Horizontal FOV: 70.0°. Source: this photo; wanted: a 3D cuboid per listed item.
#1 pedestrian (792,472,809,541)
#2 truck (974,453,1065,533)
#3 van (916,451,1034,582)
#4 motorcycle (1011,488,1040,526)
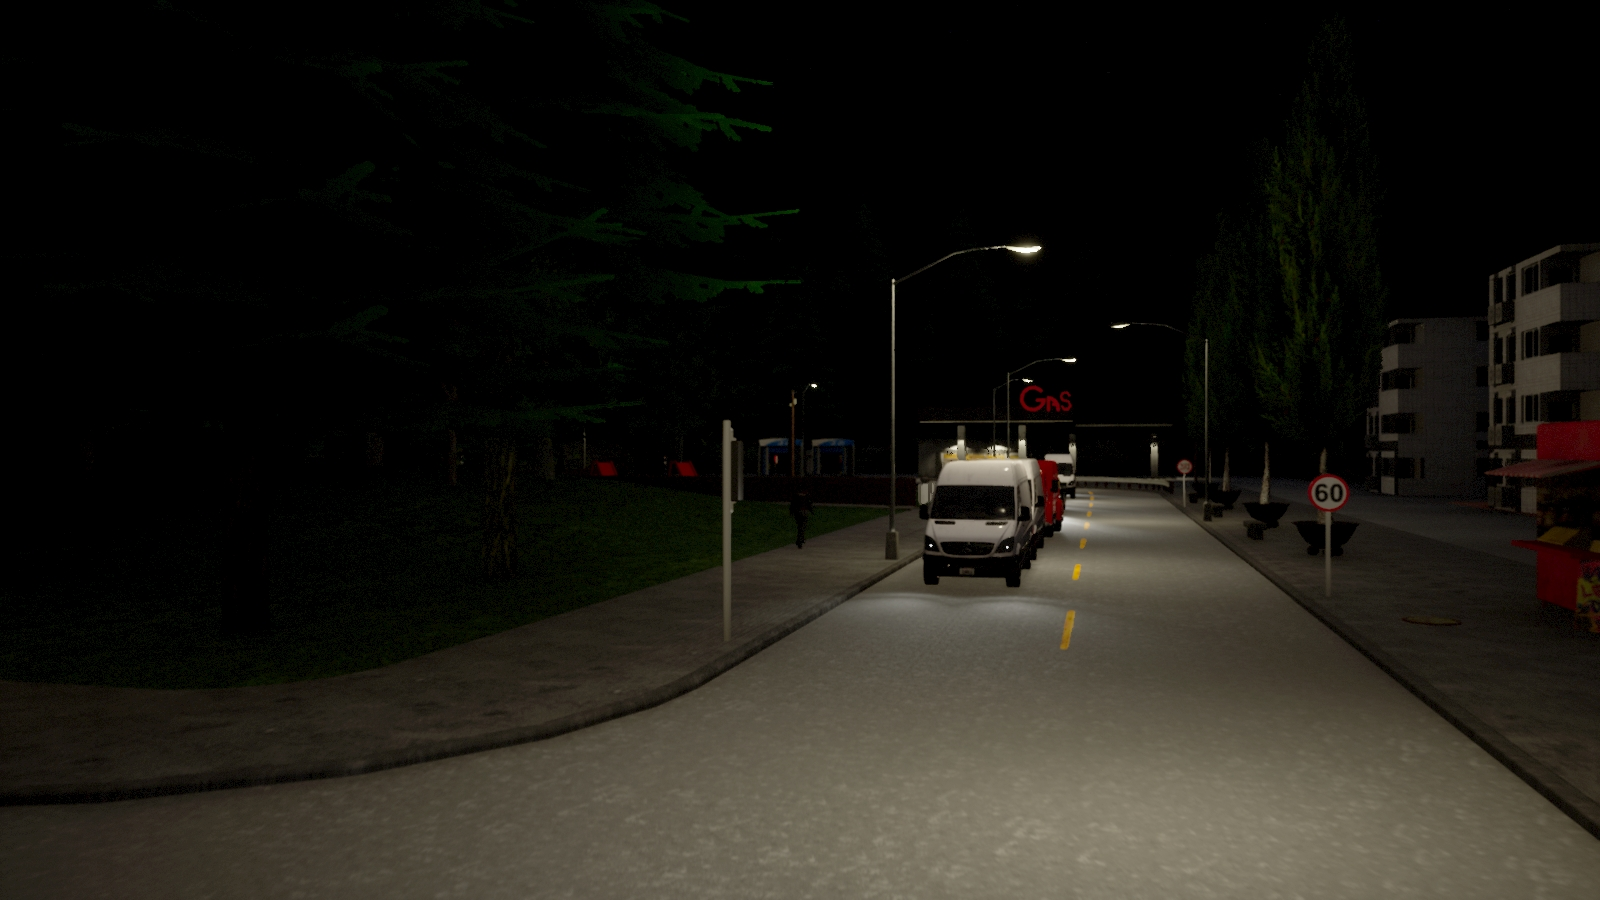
[{"bbox_3d":[0.021,1.523,30.939,0.375,1.860,0.375,0,0,15],"label":"pedestrian"},{"bbox_3d":[7.449,1.347,38.300,2.627,2.467,5.204,0,0,15],"label":"truck"},{"bbox_3d":[4.043,1.313,25.504,1.988,2.561,5.915,0,0,15],"label":"van"},{"bbox_3d":[7.864,1.961,39.789,0.856,1.236,1.805,0,0,15],"label":"motorcycle"}]
